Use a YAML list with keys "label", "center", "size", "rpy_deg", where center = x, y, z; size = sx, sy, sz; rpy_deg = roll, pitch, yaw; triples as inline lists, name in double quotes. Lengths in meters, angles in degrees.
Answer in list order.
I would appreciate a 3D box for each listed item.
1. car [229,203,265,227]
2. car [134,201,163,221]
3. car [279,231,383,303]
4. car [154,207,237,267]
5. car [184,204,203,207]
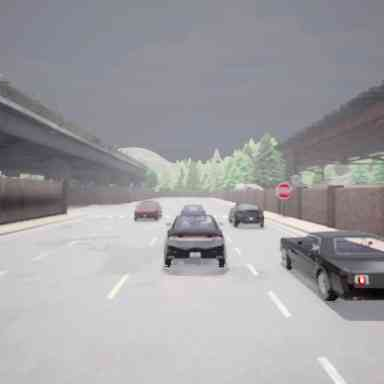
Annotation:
- label: "car"
  center: [3.597, 1.472, 22.594]
  size: [1.882, 1.535, 5.008]
  rpy_deg: [0, 0, 0]
- label: "car"
  center: [-3.503, 1.486, 27.242]
  size: [1.882, 1.535, 5.008]
  rpy_deg: [0, 0, 0]
- label: "car"
  center: [3.598, 1.598, 8.166]
  size: [1.895, 1.301, 4.718]
  rpy_deg: [0, 0, 0]
- label: "car"
  center: [0.089, 1.489, 11.383]
  size: [2.128, 1.511, 4.902]
  rpy_deg: [0, 0, 0]
- label: "car"
  center: [0.084, 1.542, 22.370]
  size: [2.033, 1.411, 5.357]
  rpy_deg: [0, 0, 0]
